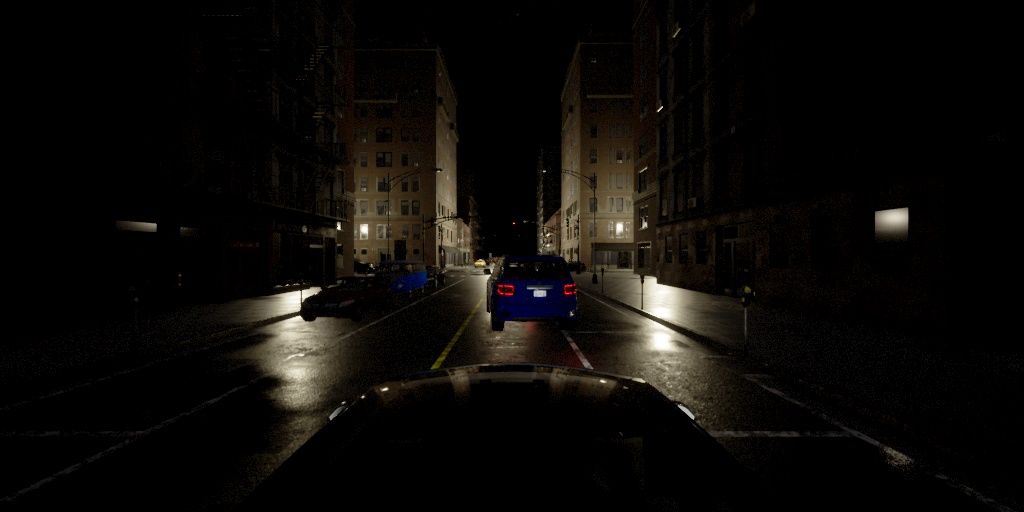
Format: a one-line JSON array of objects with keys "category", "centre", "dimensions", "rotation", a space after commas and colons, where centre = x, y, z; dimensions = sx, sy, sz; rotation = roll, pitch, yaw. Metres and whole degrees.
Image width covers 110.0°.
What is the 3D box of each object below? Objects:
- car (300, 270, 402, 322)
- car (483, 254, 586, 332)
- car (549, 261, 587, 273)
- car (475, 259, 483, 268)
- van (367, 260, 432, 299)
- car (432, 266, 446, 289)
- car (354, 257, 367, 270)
[{"category": "car", "centre": [-5.389, 1.332, 12.231], "dimensions": [1.802, 1.307, 4.207], "rotation": [0, 0, 0]}, {"category": "car", "centre": [0.365, 0.972, 11.073], "dimensions": [2.150, 2.045, 5.566], "rotation": [0, 0, -6]}, {"category": "car", "centre": [6.625, 1.274, 42.676], "dimensions": [4.181, 1.385, 1.994], "rotation": [0, 0, -7]}, {"category": "car", "centre": [-5.362, 1.276, 60.837], "dimensions": [1.751, 1.417, 4.829], "rotation": [0, 0, 0]}, {"category": "van", "centre": [-5.385, 1.091, 17.638], "dimensions": [1.690, 1.789, 3.998], "rotation": [0, 0, 0]}, {"category": "car", "centre": [-5.381, 1.301, 23.044], "dimensions": [2.007, 1.370, 4.403], "rotation": [0, 0, 0]}, {"category": "car", "centre": [-18.212, 1.066, 40.095], "dimensions": [5.566, 2.045, 2.150], "rotation": [0, 0, 0]}]
